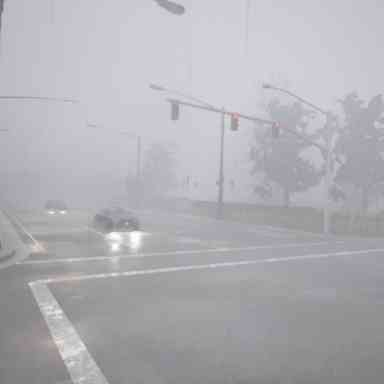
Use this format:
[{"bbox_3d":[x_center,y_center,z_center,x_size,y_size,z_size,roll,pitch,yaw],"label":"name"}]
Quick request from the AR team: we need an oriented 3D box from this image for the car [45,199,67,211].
[{"bbox_3d":[-16.543,1.508,40.365,1.994,1.385,4.181,2,-1,-31],"label":"car"}]

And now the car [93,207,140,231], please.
[{"bbox_3d":[-4.875,1.670,21.288,1.994,1.385,4.181,2,-1,-31],"label":"car"}]
